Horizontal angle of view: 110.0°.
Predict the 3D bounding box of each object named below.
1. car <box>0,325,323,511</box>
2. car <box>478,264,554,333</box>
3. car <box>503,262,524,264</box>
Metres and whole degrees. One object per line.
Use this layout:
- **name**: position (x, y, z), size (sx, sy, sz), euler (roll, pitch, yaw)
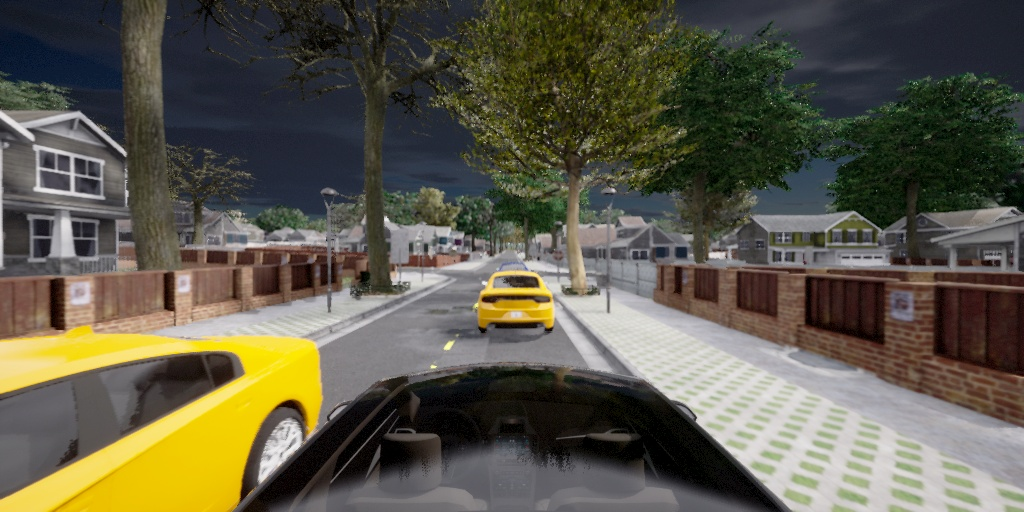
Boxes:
- **car**: position (-2.831, 1.228, 1.522), size (1.882, 1.535, 5.008), euler (0, 0, 0)
- **car**: position (0.099, 1.169, 10.583), size (1.882, 1.535, 5.008), euler (0, 0, 0)
- **car**: position (0.094, 1.093, 20.450), size (1.882, 1.535, 5.008), euler (0, 0, 0)
